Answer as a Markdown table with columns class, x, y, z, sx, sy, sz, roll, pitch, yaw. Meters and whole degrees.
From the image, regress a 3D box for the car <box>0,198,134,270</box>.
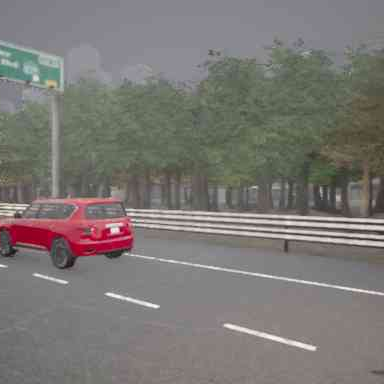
| class | x | y | z | sx | sy | sz | roll | pitch | yaw |
| --- | --- | --- | --- | --- | --- | --- | --- | --- | --- |
| car | -4.445 | 1.224 | 11.341 | 5.566 | 2.045 | 2.150 | 0 | 0 | 36 |
